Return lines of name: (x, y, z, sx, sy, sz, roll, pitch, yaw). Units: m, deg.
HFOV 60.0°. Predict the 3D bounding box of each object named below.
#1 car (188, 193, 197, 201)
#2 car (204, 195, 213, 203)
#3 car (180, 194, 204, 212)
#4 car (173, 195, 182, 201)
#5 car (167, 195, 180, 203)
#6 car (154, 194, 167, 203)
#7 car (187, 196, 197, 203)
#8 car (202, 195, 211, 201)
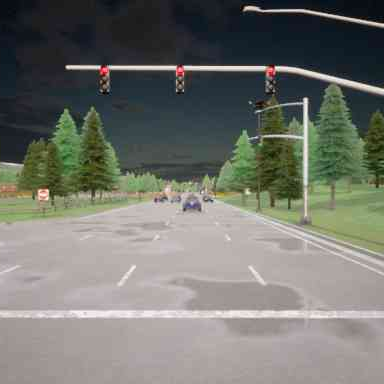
car: (0.016, 1.187, 80.753, 2.097, 1.767, 4.553, 0, 0, 0)
car: (3.514, 1.587, 70.809, 1.895, 1.301, 4.718, 0, 0, 0)
car: (0.008, 1.352, 39.720, 2.097, 1.767, 4.553, 0, 0, 0)
car: (-3.484, 1.372, 80.783, 2.033, 1.411, 5.357, 0, 0, 0)
car: (-3.486, 1.531, 70.363, 2.033, 1.411, 5.357, 0, 0, 0)
car: (-6.986, 1.516, 70.781, 1.812, 1.442, 4.674, 0, 0, 0)
car: (0.014, 1.543, 70.746, 1.994, 1.385, 4.181, 0, 0, 0)
car: (3.516, 1.372, 80.782, 2.033, 1.411, 5.357, 0, 0, 0)
